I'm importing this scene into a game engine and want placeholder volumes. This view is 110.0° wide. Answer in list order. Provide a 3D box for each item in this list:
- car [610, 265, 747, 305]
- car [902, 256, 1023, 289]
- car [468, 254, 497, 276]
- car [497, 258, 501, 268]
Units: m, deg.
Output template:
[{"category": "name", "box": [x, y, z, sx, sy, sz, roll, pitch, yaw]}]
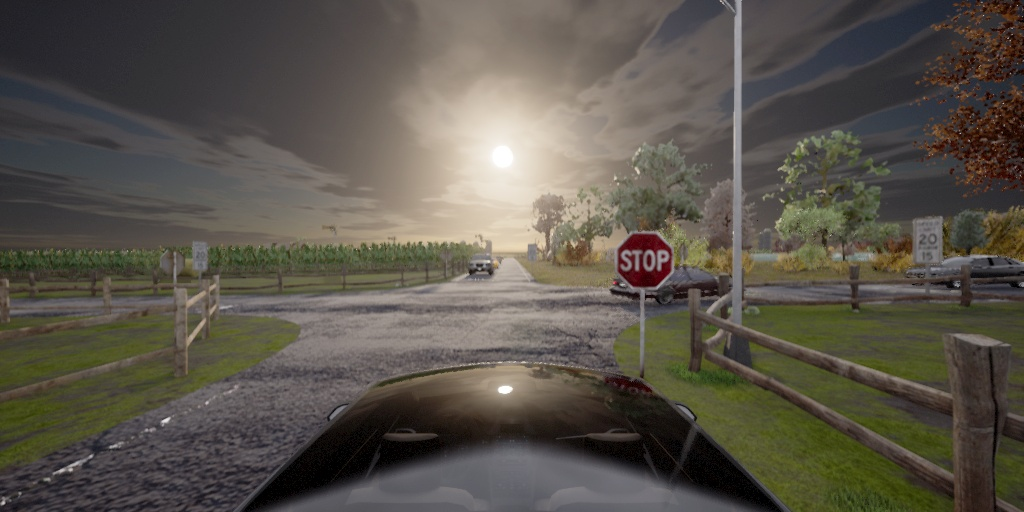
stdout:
[{"category": "car", "box": [6.626, 1.083, 14.332, 5.357, 1.411, 2.033, -1, 0, -17]}, {"category": "car", "box": [21.714, 0.751, 17.130, 4.892, 1.490, 1.837, -1, 0, 1]}, {"category": "car", "box": [-2.924, 0.789, 34.868, 2.150, 2.045, 5.566, 0, 0, 0]}, {"category": "car", "box": [-2.947, 0.968, 50.859, 1.882, 1.535, 5.008, 0, 1, 0]}]
